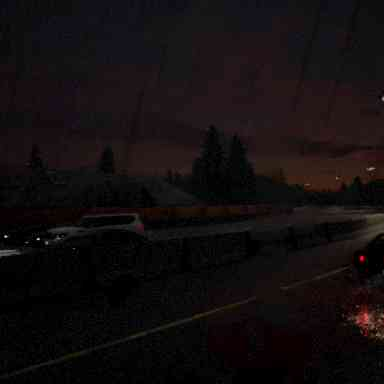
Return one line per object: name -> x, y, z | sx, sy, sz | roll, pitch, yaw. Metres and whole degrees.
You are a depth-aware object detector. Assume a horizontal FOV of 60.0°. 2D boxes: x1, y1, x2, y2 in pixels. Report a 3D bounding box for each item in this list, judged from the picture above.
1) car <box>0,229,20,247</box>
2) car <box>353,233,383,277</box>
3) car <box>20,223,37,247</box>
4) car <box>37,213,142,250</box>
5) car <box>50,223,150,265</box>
car -> -10.767, 2.888, 23.196 | 4.902, 1.511, 2.128 | 1, -4, -42
car -> 6.926, 1.911, 10.507 | 4.718, 1.301, 1.895 | 1, -4, -43
car -> -7.847, 2.723, 21.119 | 4.892, 1.490, 1.837 | 1, -3, -42
car -> -5.285, 2.256, 18.716 | 5.566, 2.045, 2.150 | 1, -4, -42
car -> -3.910, 2.400, 15.276 | 4.181, 1.385, 1.994 | 1, -4, -42
